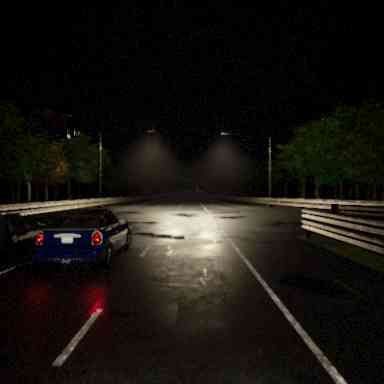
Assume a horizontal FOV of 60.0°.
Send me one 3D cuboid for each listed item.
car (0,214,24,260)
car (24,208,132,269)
[{"bbox_3d":[-6.901,1.530,12.267,2.033,1.411,5.357,0,0,0],"label":"car"},{"bbox_3d":[-3.401,1.335,11.200,2.097,1.767,4.553,0,0,0],"label":"car"}]
